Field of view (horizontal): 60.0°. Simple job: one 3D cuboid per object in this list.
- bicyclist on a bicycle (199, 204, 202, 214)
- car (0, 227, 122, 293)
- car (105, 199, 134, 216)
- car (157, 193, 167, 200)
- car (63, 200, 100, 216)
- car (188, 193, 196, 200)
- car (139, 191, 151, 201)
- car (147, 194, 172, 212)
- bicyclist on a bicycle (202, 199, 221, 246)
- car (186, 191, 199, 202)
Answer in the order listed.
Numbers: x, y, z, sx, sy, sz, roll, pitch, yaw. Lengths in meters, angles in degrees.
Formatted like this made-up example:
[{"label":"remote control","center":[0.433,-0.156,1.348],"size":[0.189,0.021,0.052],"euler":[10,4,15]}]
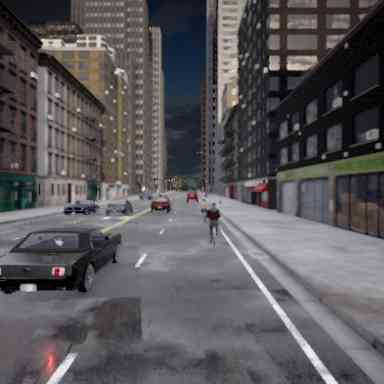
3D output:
[{"label":"bicyclist on a bicycle","center":[0.910,1.295,24.006],"size":[0.866,1.612,1.509],"euler":[0,0,0]},{"label":"car","center":[-3.149,1.549,8.639],"size":[1.895,1.301,4.718],"euler":[0,0,0]},{"label":"car","center":[-6.591,1.345,30.576],"size":[1.812,1.442,4.674],"euler":[0,0,0]},{"label":"car","center":[-6.502,1.032,72.629],"size":[1.994,1.385,4.181],"euler":[0,0,0]},{"label":"car","center":[-9.844,1.425,29.837],"size":[1.895,1.301,4.718],"euler":[0,0,0]},{"label":"car","center":[-0.003,1.035,80.780],"size":[1.812,1.442,4.674],"euler":[0,0,0]},{"label":"car","center":[-9.752,0.749,70.375],"size":[2.150,2.045,5.566],"euler":[0,0,0]},{"label":"car","center":[-3.150,1.273,34.877],"size":[1.882,1.535,5.008],"euler":[0,0,0]},{"label":"bicyclist on a bicycle","center":[0.894,1.288,13.814],"size":[0.659,1.776,1.843],"euler":[0,1,0]},{"label":"car","center":[0.088,0.836,63.348],"size":[2.150,2.045,5.566],"euler":[0,-1,0]}]
